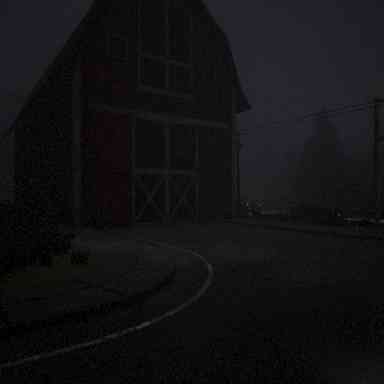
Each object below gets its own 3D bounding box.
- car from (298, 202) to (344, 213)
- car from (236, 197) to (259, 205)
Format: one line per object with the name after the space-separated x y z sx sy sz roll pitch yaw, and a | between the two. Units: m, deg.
11.328 1.628 30.246 1.895 1.301 4.718 0 0 -34 | car
5.768 1.379 38.349 2.097 1.767 4.553 0 0 -34 | car
